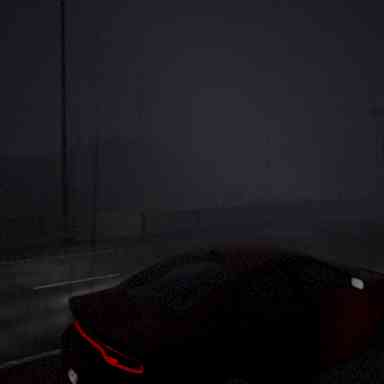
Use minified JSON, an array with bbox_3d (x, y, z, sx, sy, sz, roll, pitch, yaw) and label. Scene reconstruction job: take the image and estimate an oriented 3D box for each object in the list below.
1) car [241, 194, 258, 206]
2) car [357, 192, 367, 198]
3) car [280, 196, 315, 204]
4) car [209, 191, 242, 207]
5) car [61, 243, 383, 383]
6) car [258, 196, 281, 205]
[{"bbox_3d":[8.784,1.211,43.858,1.994,1.385,4.181,0,0,43],"label":"car"},{"bbox_3d":[36.243,0.703,70.770,1.882,1.535,5.008,0,0,27],"label":"car"},{"bbox_3d":[12.217,1.259,37.310,1.895,1.301,4.718,0,1,44],"label":"car"},{"bbox_3d":[4.705,0.898,44.634,2.150,2.045,5.566,0,1,44],"label":"car"},{"bbox_3d":[0.940,1.442,4.428,5.008,1.535,1.882,-1,1,-36],"label":"car"},{"bbox_3d":[10.285,1.220,40.386,1.994,1.385,4.181,0,0,44],"label":"car"}]
